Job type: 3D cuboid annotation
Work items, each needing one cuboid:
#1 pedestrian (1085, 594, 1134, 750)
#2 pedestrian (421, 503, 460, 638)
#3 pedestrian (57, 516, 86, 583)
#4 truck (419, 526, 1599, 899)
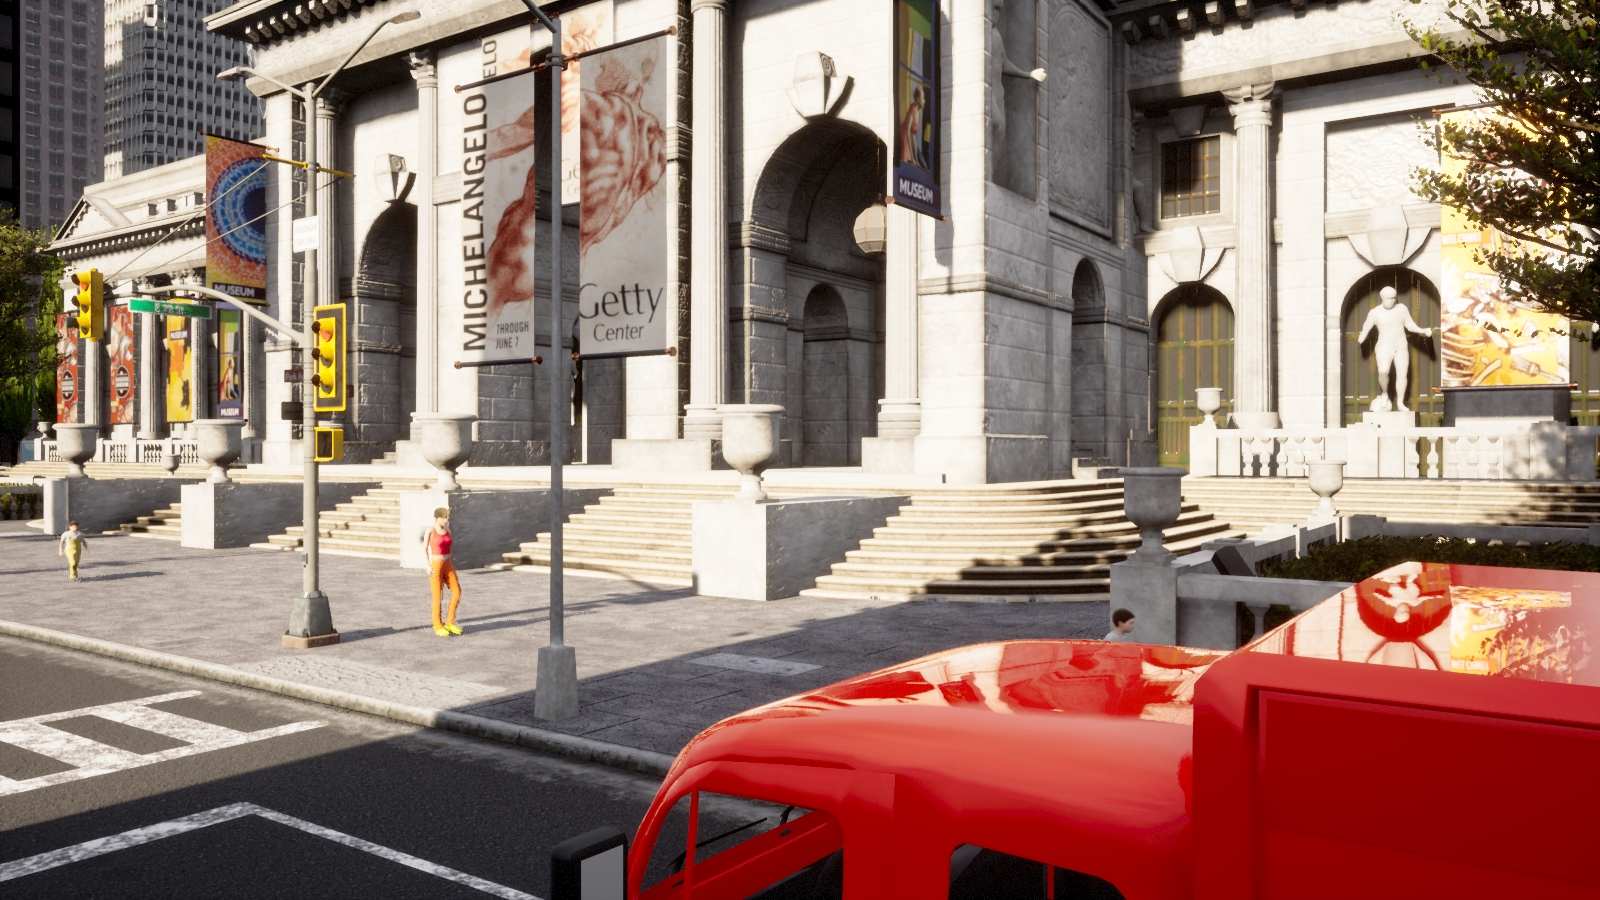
[{"bbox_3d":[2.775,1.976,10.245,0.375,1.300,0.375,0,0,23],"label":"pedestrian"},{"bbox_3d":[-5.101,1.691,16.194,0.375,1.860,0.375,0,0,34],"label":"pedestrian"},{"bbox_3d":[-14.475,1.967,22.695,0.375,1.300,0.375,0,0,37],"label":"pedestrian"},{"bbox_3d":[1.935,1.568,2.414,5.204,2.467,2.627,0,0,35],"label":"truck"}]
